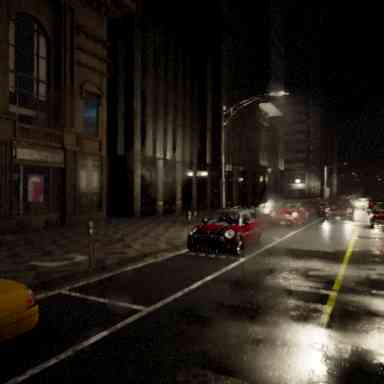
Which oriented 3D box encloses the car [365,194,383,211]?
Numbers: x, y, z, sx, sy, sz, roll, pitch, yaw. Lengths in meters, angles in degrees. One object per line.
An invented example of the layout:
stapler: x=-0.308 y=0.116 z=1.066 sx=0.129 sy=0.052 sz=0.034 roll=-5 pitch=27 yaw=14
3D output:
car: x=19.459 y=1.288 z=34.403 sx=2.150 sy=2.045 sz=5.566 roll=0 pitch=0 yaw=29

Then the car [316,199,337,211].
car: x=17.379 y=1.610 z=42.781 sx=2.008 sy=1.369 sz=4.403 roll=0 pitch=0 yaw=28

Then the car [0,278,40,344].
car: x=-3.934 y=1.511 z=3.166 sx=1.752 sy=1.417 sz=4.829 roll=0 pitch=0 yaw=28

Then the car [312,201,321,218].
car: x=9.416 y=1.612 z=27.982 sx=1.802 sy=1.307 sz=4.206 roll=0 pitch=0 yaw=28

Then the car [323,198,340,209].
car: x=19.952 y=1.595 z=47.564 sx=1.752 sy=1.417 sz=4.829 roll=0 pitch=0 yaw=28

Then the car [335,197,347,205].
car: x=27.914 y=1.626 z=62.364 sx=1.752 sy=1.417 sz=4.829 roll=0 pitch=0 yaw=28

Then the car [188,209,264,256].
car: x=1.456 y=1.444 z=13.183 sx=1.967 sy=1.590 sz=4.097 roll=0 pitch=0 yaw=28

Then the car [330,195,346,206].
car: x=25.342 y=1.406 z=57.581 sx=2.192 sy=1.841 sz=5.009 roll=0 pitch=0 yaw=28

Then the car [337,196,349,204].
car: x=30.568 y=1.637 z=67.297 sx=1.752 sy=1.417 sz=4.829 roll=0 pitch=0 yaw=28

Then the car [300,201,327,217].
car: x=12.071 y=1.606 z=32.915 sx=1.947 sy=1.339 sz=4.313 roll=0 pitch=0 yaw=28

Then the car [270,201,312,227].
car: x=6.763 y=1.461 z=23.049 sx=1.967 sy=1.590 sz=4.097 roll=0 pitch=0 yaw=28

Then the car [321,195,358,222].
car: x=12.157 y=1.391 z=27.247 sx=2.097 sy=1.767 sz=4.553 roll=0 pitch=0 yaw=28

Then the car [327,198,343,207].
car: x=22.687 y=1.625 z=52.647 sx=1.887 sy=1.381 sz=4.507 roll=0 pitch=0 yaw=28

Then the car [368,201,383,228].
car: x=12.760 y=1.545 z=21.857 sx=1.837 sy=1.490 sz=4.892 roll=0 pitch=0 yaw=28
